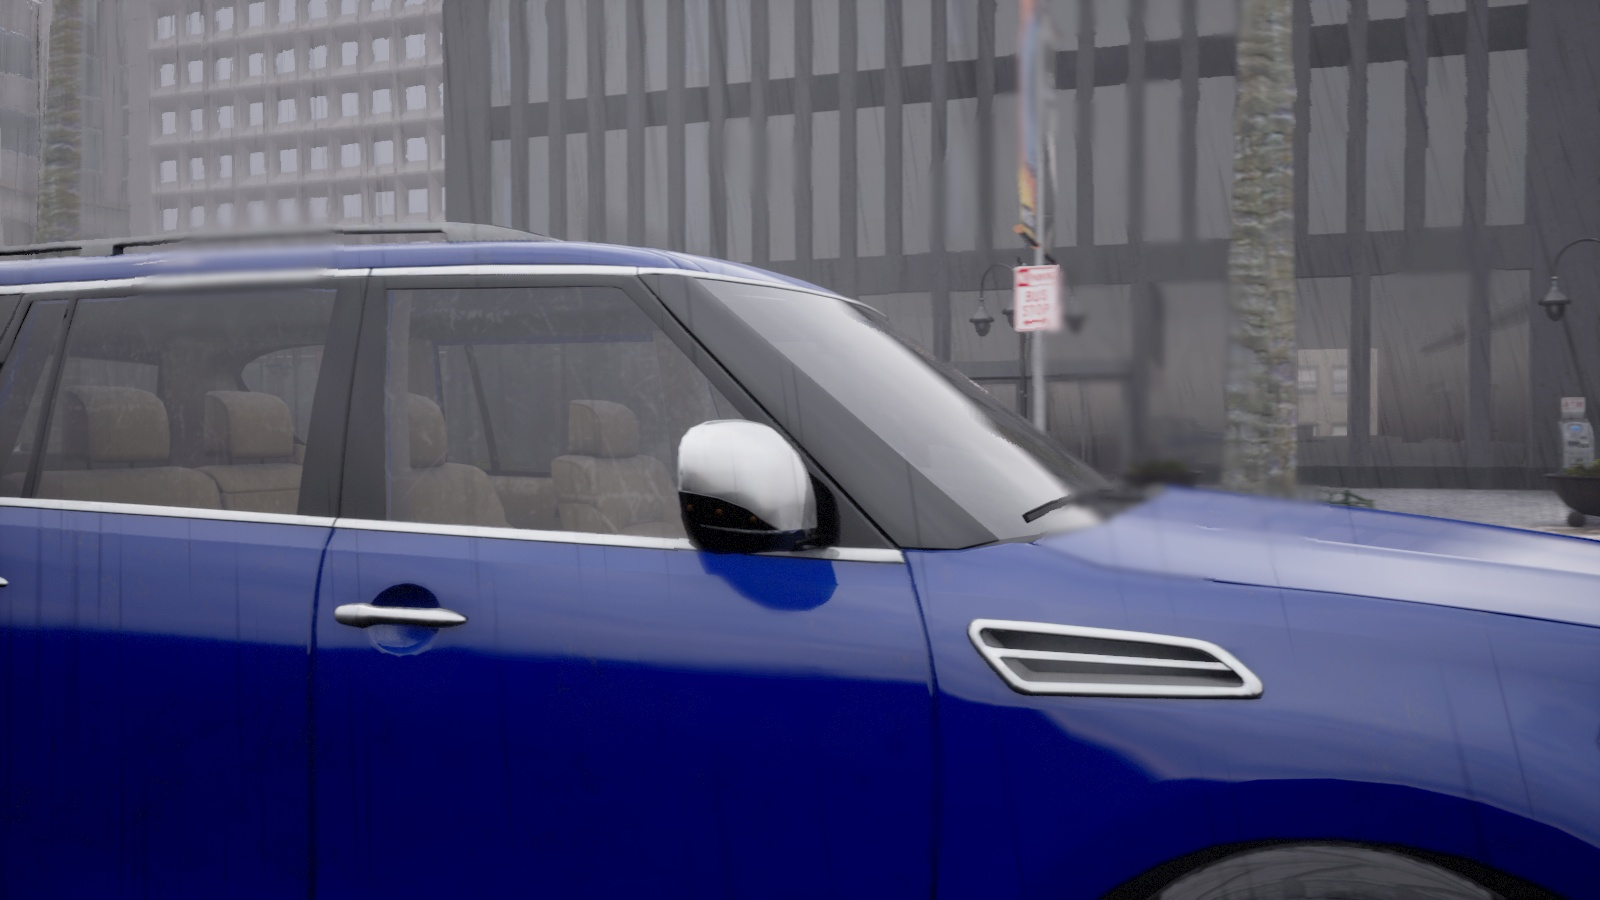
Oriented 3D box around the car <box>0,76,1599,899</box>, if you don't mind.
[{"bbox_3d":[-0.543,0.489,3.372,5.566,2.045,2.150,1,1,19],"label":"car"}]
